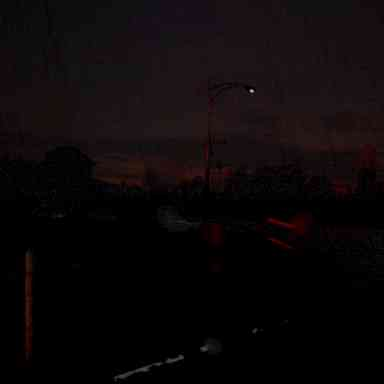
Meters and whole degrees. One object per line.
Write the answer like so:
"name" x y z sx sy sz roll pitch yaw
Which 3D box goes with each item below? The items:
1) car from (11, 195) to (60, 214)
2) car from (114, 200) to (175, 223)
"car" -13.504 1.011 28.720 5.008 1.535 1.882 1 0 32
"car" -3.229 1.256 22.552 4.181 1.385 1.994 1 0 30
